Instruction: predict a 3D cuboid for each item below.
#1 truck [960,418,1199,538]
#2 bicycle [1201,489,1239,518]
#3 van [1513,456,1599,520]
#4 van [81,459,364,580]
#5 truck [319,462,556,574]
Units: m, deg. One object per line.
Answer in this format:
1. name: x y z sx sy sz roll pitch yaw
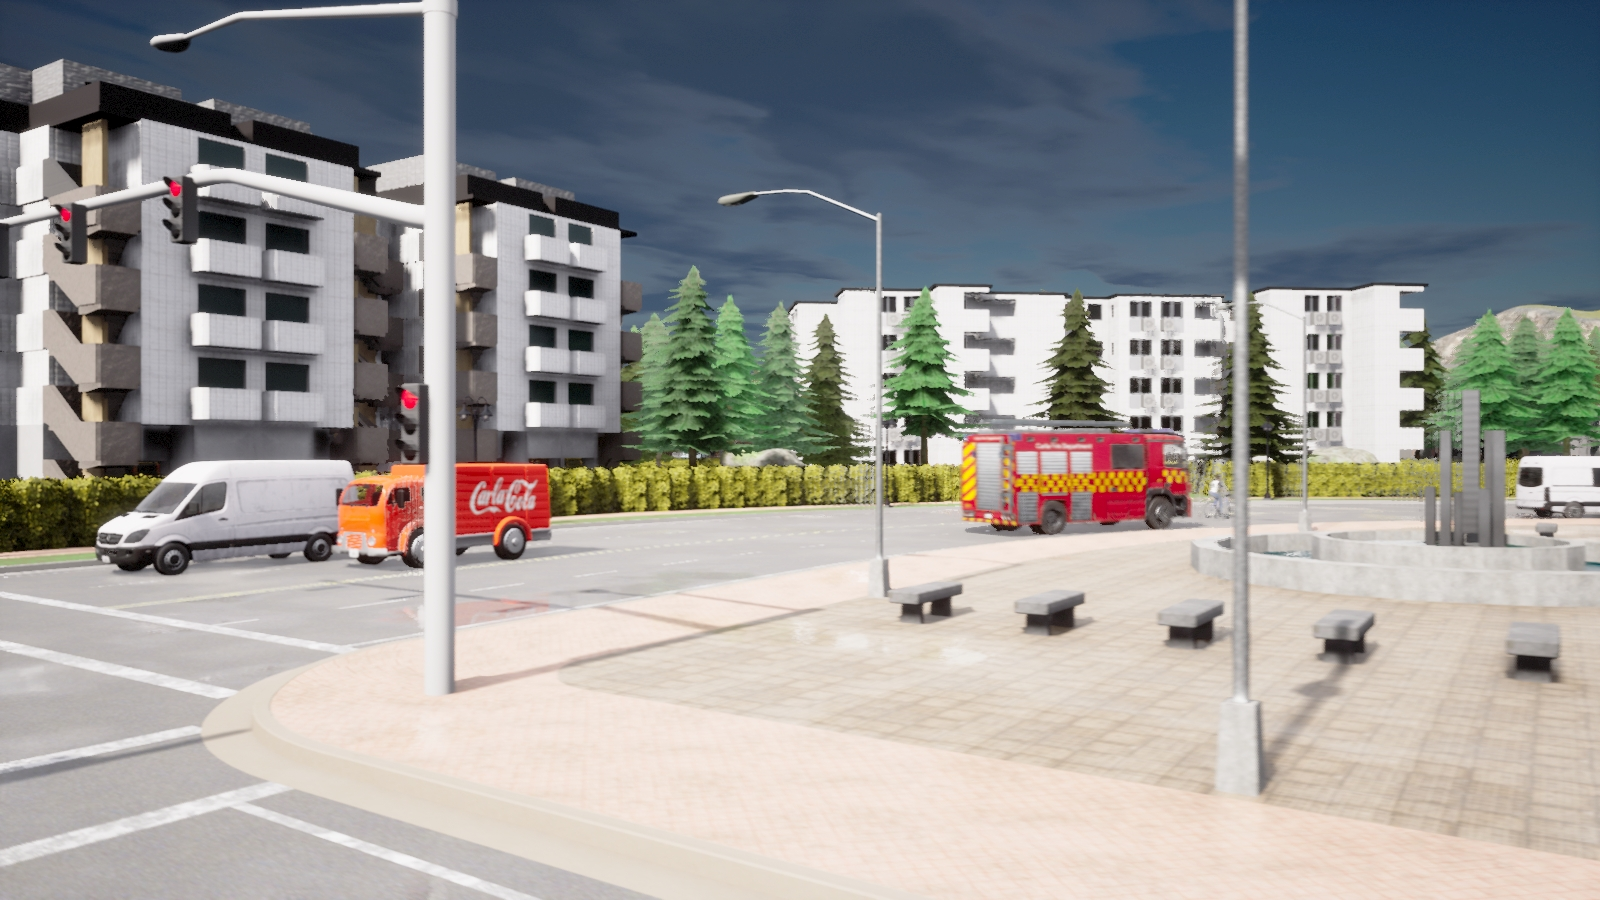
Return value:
1. truck: 9.832 0.891 39.822 8.468 3.827 2.891 0 0 -30
2. bicycle: 17.375 2.206 47.257 1.643 1.196 0.373 0 1 -21
3. van: 32.630 1.534 46.590 5.915 2.561 1.988 0 0 -1
4. van: -13.749 1.535 27.682 1.988 2.561 5.915 0 0 33
5. truck: -8.945 1.569 28.691 2.627 2.467 5.204 0 0 33
